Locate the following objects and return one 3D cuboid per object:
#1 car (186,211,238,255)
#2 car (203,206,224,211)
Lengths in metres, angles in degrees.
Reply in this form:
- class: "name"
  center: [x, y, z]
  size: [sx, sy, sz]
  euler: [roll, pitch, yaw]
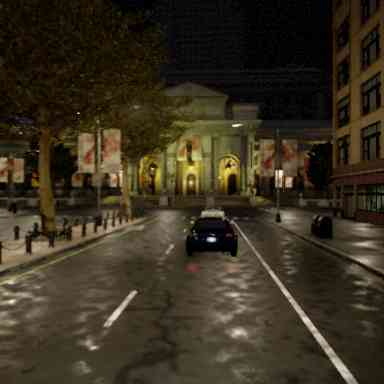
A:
- class: "car"
  center: [0.843, 1.701, 13.956]
  size: [1.994, 1.385, 4.181]
  euler: [0, 0, 4]
- class: "car"
  center: [1.815, 1.881, 28.691]
  size: [1.895, 1.301, 4.718]
  euler: [0, -1, 4]
